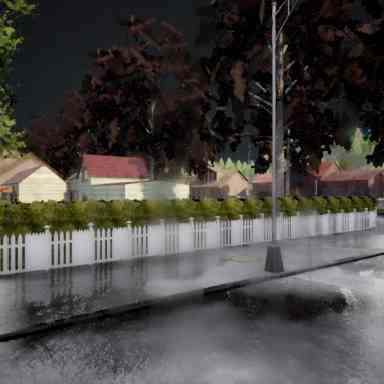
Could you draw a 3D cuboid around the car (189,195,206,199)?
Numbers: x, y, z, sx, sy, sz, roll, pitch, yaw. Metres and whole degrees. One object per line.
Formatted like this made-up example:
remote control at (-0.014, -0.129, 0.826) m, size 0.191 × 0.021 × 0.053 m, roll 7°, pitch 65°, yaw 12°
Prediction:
car at (1.907, 1.547, 44.588) m, size 2.033 × 1.411 × 5.357 m, roll 0°, pitch 0°, yaw -36°
